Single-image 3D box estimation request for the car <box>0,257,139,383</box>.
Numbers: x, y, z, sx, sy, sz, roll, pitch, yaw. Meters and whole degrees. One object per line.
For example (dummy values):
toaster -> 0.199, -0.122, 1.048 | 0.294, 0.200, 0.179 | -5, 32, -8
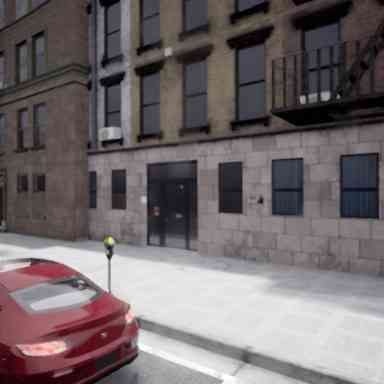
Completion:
car -> -2.574, 1.606, 4.657 | 4.206, 1.307, 1.802 | 0, 0, 36
